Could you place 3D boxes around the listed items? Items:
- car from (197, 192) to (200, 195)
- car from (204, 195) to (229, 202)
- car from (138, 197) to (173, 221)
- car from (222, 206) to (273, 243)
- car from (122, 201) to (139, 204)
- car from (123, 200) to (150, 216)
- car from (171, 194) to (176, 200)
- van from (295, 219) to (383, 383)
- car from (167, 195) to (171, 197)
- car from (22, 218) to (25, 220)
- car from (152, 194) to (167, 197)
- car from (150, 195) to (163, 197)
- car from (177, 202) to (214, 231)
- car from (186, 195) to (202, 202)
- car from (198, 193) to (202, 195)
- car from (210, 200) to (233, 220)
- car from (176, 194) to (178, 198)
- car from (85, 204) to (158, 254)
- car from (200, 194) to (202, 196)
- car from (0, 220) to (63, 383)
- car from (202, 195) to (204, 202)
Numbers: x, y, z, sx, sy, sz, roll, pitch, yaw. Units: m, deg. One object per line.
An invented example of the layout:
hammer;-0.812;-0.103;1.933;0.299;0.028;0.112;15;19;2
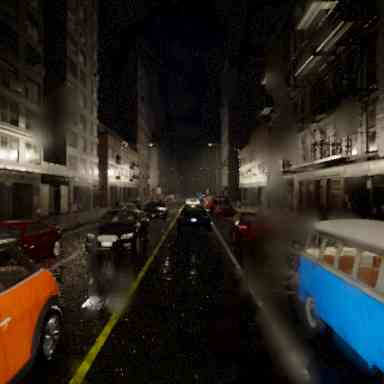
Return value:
car;2.683;1.375;78.262;1.752;1.417;4.829;0;0;0
car;2.657;1.262;32.642;2.192;1.841;5.009;0;0;0
car;-2.822;1.461;26.625;1.837;1.490;4.892;0;1;0
car;2.646;1.560;15.598;1.802;1.307;4.206;0;0;0
car;-5.372;1.482;26.789;1.752;1.417;4.829;0;0;0
car;-5.369;1.511;32.641;1.947;1.339;4.313;0;0;0
car;-5.342;1.430;78.095;1.802;1.307;4.206;0;0;0
van;2.640;1.335;4.235;1.690;1.788;3.998;0;0;0
car;-5.352;1.325;61.050;1.967;1.590;4.097;0;0;0
car;-5.382;1.529;9.913;1.887;1.381;4.507;0;0;0
car;-5.359;1.224;49.686;2.192;1.841;5.009;0;0;0
car;-5.362;1.487;44.005;1.947;1.339;4.313;0;0;0
car;0.110;1.533;20.551;1.994;1.385;4.181;0;0;0
car;0.124;1.518;46.233;1.895;1.301;4.718;0;0;0
car;2.676;1.441;66.730;1.947;1.339;4.313;0;0;0
car;2.653;1.541;26.961;1.802;1.307;4.206;0;0;0
car;-5.339;1.386;83.777;2.008;1.369;4.403;0;0;0
car;-2.834;1.472;13.564;2.128;1.511;4.902;0;0;0
car;2.670;1.450;55.367;2.008;1.369;4.403;0;0;0
car;-2.844;1.347;2.717;2.097;1.767;4.553;0;0;0
car;2.663;1.363;44.004;1.967;1.590;4.097;0;0;0
